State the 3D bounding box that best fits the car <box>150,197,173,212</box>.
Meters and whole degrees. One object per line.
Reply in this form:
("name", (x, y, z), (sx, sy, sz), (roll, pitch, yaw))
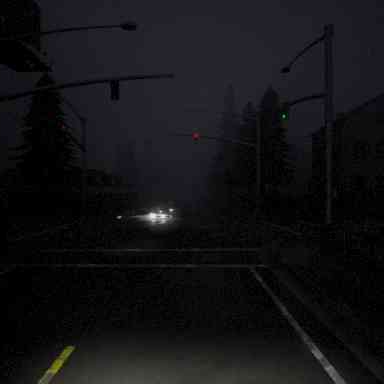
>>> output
("car", (-3.627, 1.490, 38.102), (2.128, 1.511, 4.902), (0, 0, 0))
